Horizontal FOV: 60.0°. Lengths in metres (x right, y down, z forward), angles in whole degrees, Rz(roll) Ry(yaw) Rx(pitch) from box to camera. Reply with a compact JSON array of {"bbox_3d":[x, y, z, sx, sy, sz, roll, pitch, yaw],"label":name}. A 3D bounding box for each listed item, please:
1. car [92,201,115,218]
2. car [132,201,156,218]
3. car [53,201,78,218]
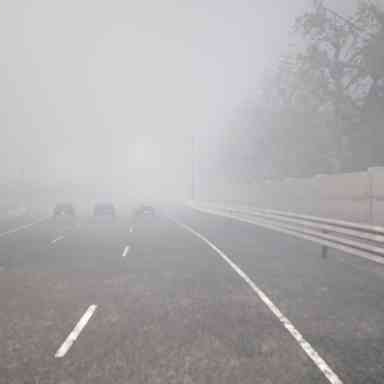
[{"bbox_3d":[-8.446,1.561,31.852,1.882,1.535,5.008,0,0,-17],"label":"car"},{"bbox_3d":[-4.490,1.580,30.775,1.812,1.442,4.674,0,0,-16],"label":"car"},{"bbox_3d":[-12.067,1.614,31.713,1.837,1.490,4.892,0,0,-17],"label":"car"}]
